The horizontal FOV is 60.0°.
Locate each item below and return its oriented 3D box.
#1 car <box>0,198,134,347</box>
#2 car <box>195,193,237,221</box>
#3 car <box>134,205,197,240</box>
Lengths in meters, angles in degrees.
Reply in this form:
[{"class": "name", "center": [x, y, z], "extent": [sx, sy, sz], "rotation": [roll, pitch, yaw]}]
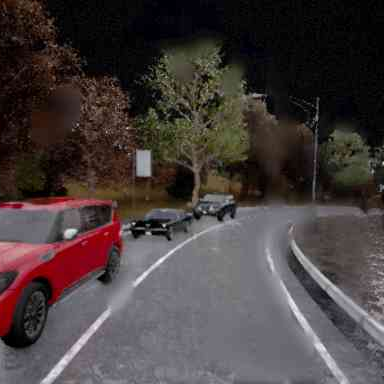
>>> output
[{"class": "car", "center": [-3.100, 1.168, 6.684], "extent": [2.150, 2.045, 5.566], "rotation": [1, 0, 7]}, {"class": "car", "center": [1.999, 1.122, 26.745], "extent": [2.150, 2.045, 5.566], "rotation": [3, 1, 23]}, {"class": "car", "center": [-1.382, 1.501, 16.683], "extent": [1.895, 1.301, 4.718], "rotation": [2, 1, 14]}]
